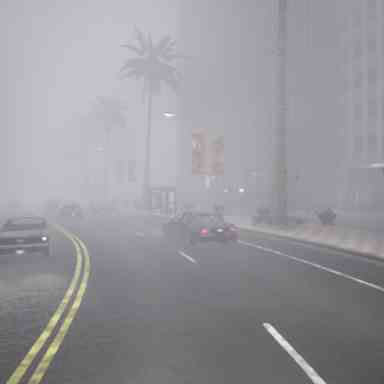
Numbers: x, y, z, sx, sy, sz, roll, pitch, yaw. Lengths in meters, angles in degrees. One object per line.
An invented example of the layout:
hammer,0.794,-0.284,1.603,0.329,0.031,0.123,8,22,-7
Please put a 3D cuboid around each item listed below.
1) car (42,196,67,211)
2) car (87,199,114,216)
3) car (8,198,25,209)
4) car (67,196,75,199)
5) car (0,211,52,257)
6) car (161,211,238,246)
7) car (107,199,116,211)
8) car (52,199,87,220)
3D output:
car,-16.839,1.532,40.288,2.097,1.767,4.553,0,0,-29
car,-10.106,1.756,35.347,1.895,1.301,4.718,0,0,-29
car,-26.324,1.729,49.818,1.837,1.490,4.892,0,0,-29
car,-25.646,1.664,69.622,2.185,1.767,4.553,0,0,-29
car,-6.452,1.659,12.898,1.895,1.301,4.718,0,0,-23
car,0.128,1.615,15.784,2.033,1.411,5.357,0,0,-23
car,-11.429,1.674,43.916,2.231,1.521,4.892,0,0,-29
car,-11.057,1.637,29.787,1.837,1.490,4.892,0,0,-29
